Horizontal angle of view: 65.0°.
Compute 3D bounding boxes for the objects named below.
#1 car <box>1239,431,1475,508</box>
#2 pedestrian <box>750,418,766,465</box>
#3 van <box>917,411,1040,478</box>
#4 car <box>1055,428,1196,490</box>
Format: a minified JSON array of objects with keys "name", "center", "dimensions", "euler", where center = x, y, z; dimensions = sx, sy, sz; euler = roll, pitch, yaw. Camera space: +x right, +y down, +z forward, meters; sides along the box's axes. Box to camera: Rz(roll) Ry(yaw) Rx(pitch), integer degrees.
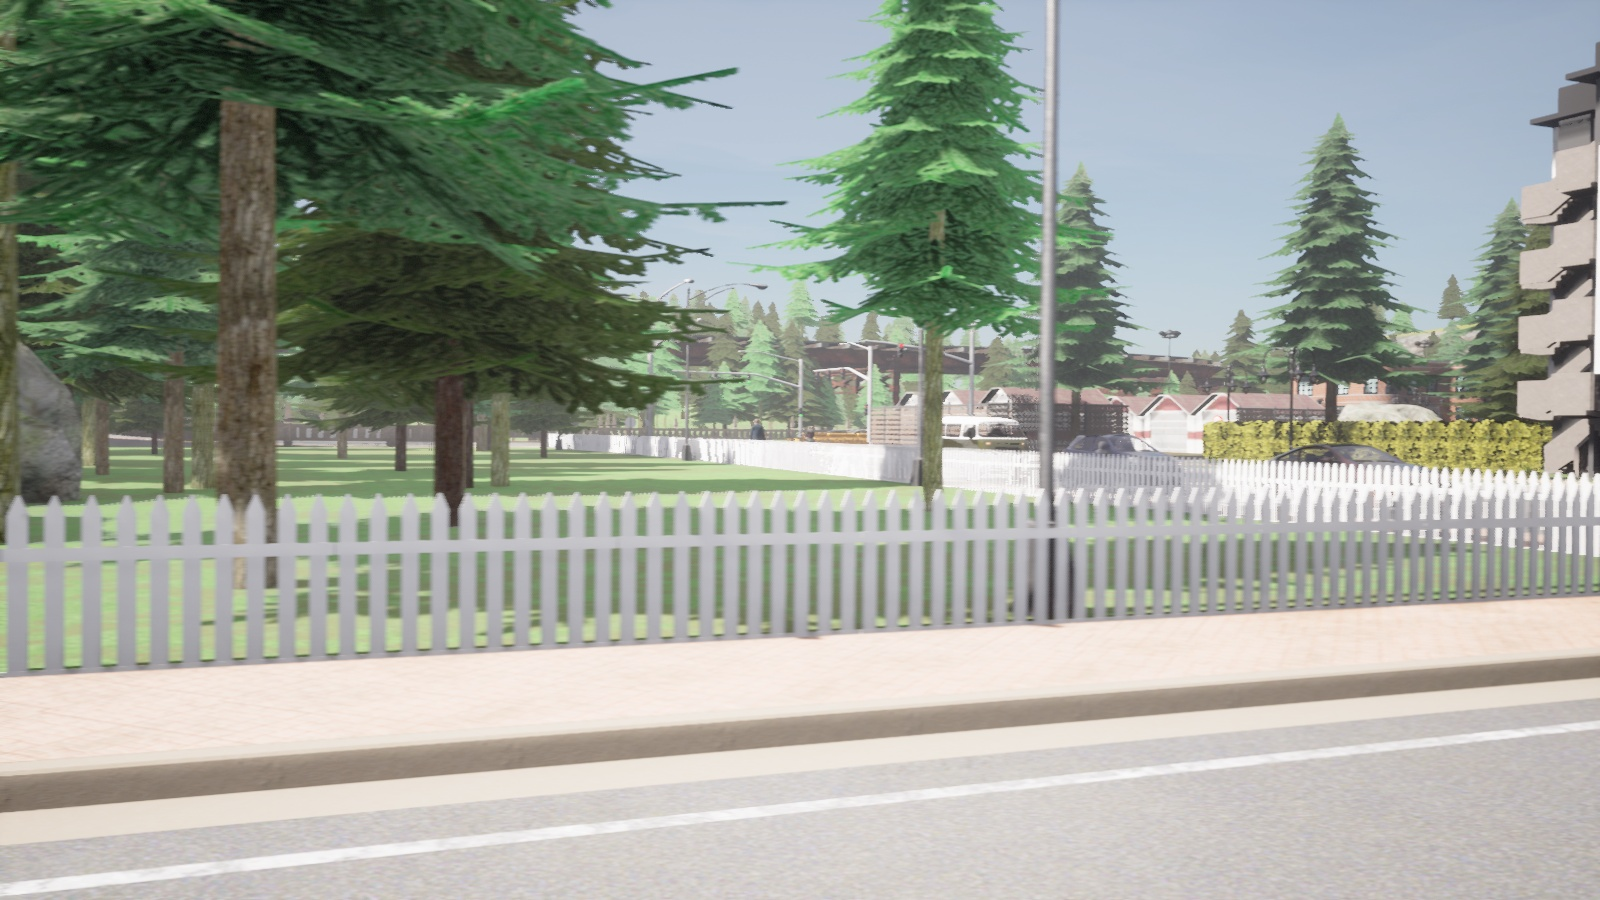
[{"name":"car","center":[11.035,0.332,25.211],"dimensions":[1.994,1.385,4.181],"euler":[-1,1,-19]},{"name":"pedestrian","center":[-1.651,-0.326,49.203],"dimensions":[0.402,1.842,0.726],"euler":[-1,1,-19]},{"name":"van","center":[5.672,-0.198,40.467],"dimensions":[2.069,2.038,4.480],"euler":[-1,1,-19]},{"name":"car","center":[8.402,0.189,32.704],"dimensions":[1.845,1.501,3.633],"euler":[-1,1,-19]}]
